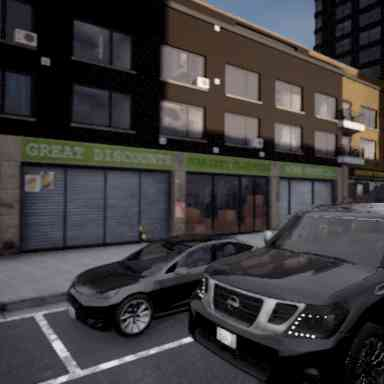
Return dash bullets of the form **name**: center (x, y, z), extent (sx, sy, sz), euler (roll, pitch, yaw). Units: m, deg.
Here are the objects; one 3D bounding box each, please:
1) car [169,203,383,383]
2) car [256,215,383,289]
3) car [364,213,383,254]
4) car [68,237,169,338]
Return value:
- **car**: center (2.609, 1.226, 5.226), extent (5.566, 2.045, 2.150), euler (0, 0, -36)
- **car**: center (4.240, 1.533, 9.801), extent (4.829, 1.417, 1.752), euler (0, 1, -35)
- **car**: center (8.927, 1.563, 13.143), extent (4.403, 1.369, 2.008), euler (0, 1, -35)
- **car**: center (-0.170, 1.569, 6.657), extent (4.313, 1.339, 1.947), euler (0, 1, -35)
